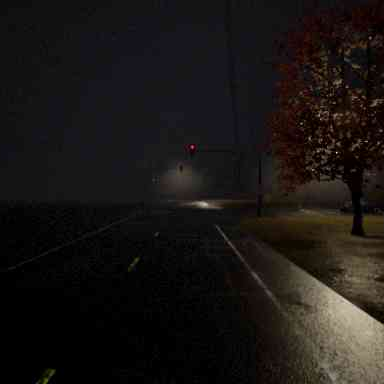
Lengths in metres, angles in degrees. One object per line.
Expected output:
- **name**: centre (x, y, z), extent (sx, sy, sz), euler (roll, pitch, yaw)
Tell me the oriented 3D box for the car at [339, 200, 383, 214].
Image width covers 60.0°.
- **car**: centre (18.079, 1.591, 35.694), extent (4.181, 1.385, 1.994), euler (0, 1, -1)
